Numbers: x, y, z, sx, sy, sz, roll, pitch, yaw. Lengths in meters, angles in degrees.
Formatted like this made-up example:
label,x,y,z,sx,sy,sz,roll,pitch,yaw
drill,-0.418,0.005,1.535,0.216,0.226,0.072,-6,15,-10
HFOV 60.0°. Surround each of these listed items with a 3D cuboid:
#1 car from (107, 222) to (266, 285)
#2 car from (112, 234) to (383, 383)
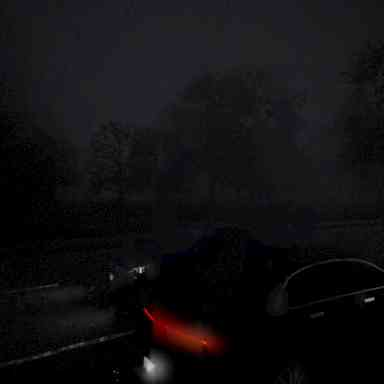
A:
label,x,y,z,sx,sy,sz,roll,pitch,yaw
car,0.278,1.511,8.233,4.674,1.442,1.812,0,0,-33
car,1.598,1.499,4.671,4.892,1.490,1.837,0,0,-34
